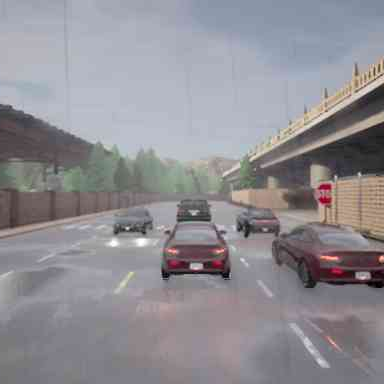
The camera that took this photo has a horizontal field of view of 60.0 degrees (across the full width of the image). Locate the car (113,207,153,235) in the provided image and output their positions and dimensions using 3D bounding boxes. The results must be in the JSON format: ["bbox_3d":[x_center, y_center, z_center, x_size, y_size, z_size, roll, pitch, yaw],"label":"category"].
[{"bbox_3d":[-3.484,1.740,20.334,1.837,1.490,4.892,0,-1,0],"label":"car"}]

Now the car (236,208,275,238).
[{"bbox_3d":[3.619,1.670,18.817,2.128,1.511,4.902,0,-1,0],"label":"car"}]

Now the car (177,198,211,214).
[{"bbox_3d":[0.136,1.435,22.554,2.150,2.045,5.566,0,-1,0],"label":"car"}]

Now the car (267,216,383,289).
[{"bbox_3d":[3.603,1.615,9.305,1.812,1.442,4.674,0,-1,0],"label":"car"}]

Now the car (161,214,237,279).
[{"bbox_3d":[0.104,1.623,10.233,1.812,1.442,4.674,0,0,0],"label":"car"}]
